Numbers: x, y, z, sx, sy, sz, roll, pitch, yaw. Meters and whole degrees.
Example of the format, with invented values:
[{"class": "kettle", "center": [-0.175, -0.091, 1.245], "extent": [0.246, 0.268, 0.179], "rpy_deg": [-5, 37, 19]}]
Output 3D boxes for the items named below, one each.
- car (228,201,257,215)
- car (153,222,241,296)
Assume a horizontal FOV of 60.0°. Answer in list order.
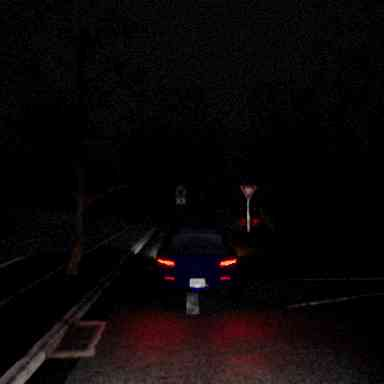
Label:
[{"class": "car", "center": [5.001, 1.578, 33.402], "extent": [1.895, 1.301, 4.718], "rpy_deg": [0, 0, -6]}, {"class": "car", "center": [0.106, 1.475, 8.391], "extent": [1.812, 1.442, 4.674], "rpy_deg": [0, 0, 0]}]
